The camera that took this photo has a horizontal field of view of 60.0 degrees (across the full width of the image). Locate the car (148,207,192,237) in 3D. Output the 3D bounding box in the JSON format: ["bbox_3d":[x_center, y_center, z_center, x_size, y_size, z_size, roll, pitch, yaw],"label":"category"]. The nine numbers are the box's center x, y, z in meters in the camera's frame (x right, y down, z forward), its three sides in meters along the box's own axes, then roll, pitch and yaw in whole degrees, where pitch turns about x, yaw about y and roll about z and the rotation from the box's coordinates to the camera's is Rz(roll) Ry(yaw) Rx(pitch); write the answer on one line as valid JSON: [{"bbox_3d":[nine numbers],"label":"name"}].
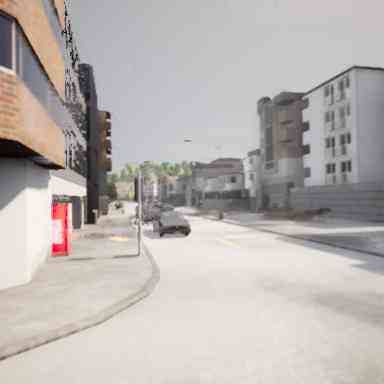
[{"bbox_3d":[-1.412,1.959,21.380,2.033,1.411,5.357,-1,-1,-13],"label":"car"}]

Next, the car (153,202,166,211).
[{"bbox_3d":[-6.032,2.669,61.121,1.882,1.535,5.008,-1,-1,-13],"label":"car"}]

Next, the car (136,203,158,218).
[{"bbox_3d":[-5.780,2.180,40.917,2.097,1.767,4.553,-1,-1,-12],"label":"car"}]

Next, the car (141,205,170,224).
[{"bbox_3d":[-3.567,2.181,30.992,1.994,1.385,4.181,-1,-1,-12],"label":"car"}]

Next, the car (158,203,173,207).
[{"bbox_3d":[-3.862,2.549,51.439,1.994,1.385,4.181,-1,-1,-12],"label":"car"}]
